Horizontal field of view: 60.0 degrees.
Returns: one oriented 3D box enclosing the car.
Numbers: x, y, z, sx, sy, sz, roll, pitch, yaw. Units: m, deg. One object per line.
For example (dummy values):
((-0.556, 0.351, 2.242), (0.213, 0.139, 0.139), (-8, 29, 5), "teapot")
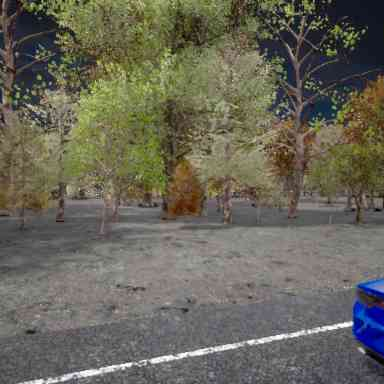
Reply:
((4.480, 1.480, 4.372), (5.008, 1.535, 1.882), (0, 0, -21), "car")
